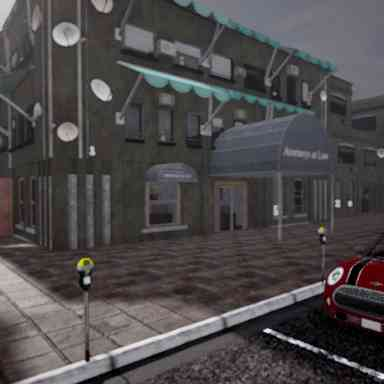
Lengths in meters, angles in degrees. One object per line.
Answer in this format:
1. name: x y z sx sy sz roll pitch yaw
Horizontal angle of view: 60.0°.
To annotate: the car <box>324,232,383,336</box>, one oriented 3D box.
1. car: 4.174 1.426 6.158 4.097 1.590 1.967 0 0 -39
